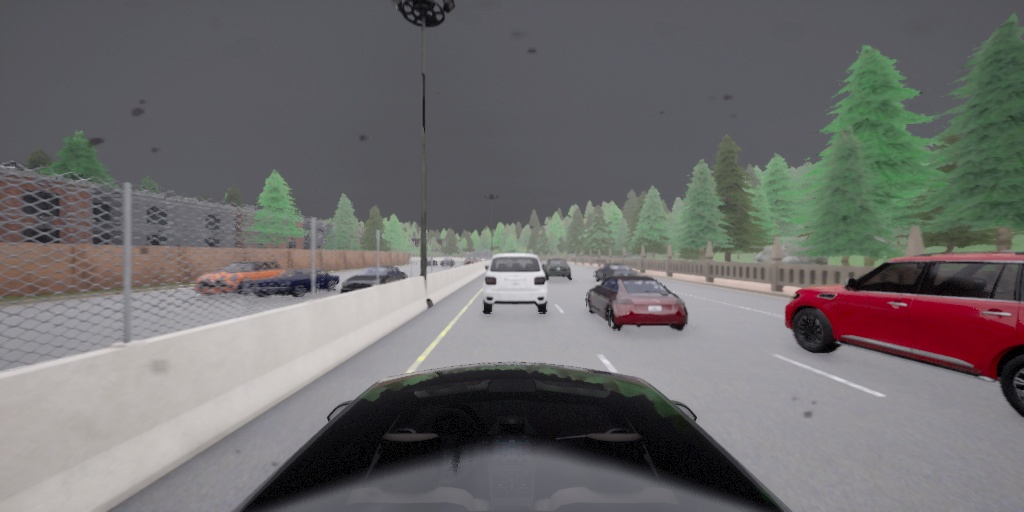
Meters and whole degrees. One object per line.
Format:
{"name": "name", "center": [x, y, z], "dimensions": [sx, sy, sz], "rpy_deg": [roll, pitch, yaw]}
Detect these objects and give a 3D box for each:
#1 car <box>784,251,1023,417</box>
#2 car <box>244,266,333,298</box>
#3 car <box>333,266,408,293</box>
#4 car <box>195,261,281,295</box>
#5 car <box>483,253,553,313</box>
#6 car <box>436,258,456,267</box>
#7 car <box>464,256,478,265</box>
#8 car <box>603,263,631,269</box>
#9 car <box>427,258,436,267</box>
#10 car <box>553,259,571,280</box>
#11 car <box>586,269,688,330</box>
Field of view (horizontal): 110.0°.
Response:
{"name": "car", "center": [7.094, 0.958, 5.530], "dimensions": [2.150, 2.045, 5.566], "rpy_deg": [0, 0, 0]}
{"name": "car", "center": [-10.593, 1.289, 17.959], "dimensions": [1.895, 1.301, 4.718], "rpy_deg": [0, 0, 0]}
{"name": "car", "center": [-7.092, 1.232, 19.168], "dimensions": [2.033, 1.411, 5.357], "rpy_deg": [0, 0, 0]}
{"name": "car", "center": [-14.090, 1.035, 19.046], "dimensions": [2.097, 1.767, 4.553], "rpy_deg": [0, 0, 0]}
{"name": "car", "center": [0.106, 0.927, 13.791], "dimensions": [2.150, 2.045, 5.566], "rpy_deg": [0, 0, 0]}
{"name": "car", "center": [-10.506, 1.084, 59.345], "dimensions": [2.033, 1.411, 5.357], "rpy_deg": [0, 0, 1]}
{"name": "car", "center": [-6.989, 0.880, 62.015], "dimensions": [2.097, 1.767, 4.553], "rpy_deg": [0, 0, 0]}
{"name": "car", "center": [7.110, 1.214, 24.939], "dimensions": [2.033, 1.411, 5.357], "rpy_deg": [0, 0, 0]}
{"name": "car", "center": [-13.996, 1.092, 61.155], "dimensions": [1.994, 1.385, 4.181], "rpy_deg": [0, 0, 1]}
{"name": "car", "center": [3.614, 0.999, 30.002], "dimensions": [2.097, 1.767, 4.553], "rpy_deg": [0, 0, 0]}
{"name": "car", "center": [3.601, 1.281, 11.027], "dimensions": [1.994, 1.385, 4.181], "rpy_deg": [0, 0, 0]}
